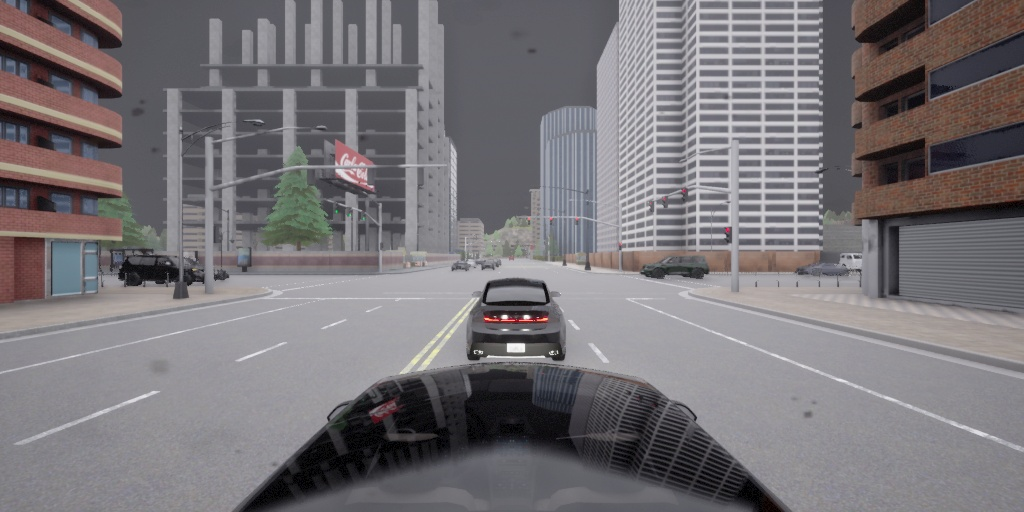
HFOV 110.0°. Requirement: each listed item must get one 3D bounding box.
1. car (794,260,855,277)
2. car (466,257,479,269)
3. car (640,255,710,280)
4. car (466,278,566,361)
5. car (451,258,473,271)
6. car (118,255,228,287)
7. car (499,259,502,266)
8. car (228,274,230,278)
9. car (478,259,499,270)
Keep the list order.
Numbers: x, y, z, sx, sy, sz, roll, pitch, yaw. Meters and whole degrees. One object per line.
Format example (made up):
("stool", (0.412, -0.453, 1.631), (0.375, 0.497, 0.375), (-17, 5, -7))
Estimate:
("car", (29.917, 1.314, 34.732), (4.181, 1.385, 1.994), (0, 0, 0))
("car", (-6.806, 1.276, 57.118), (1.812, 1.442, 4.674), (0, 0, 0))
("car", (14.160, 0.971, 31.239), (5.566, 2.045, 2.150), (0, 0, 0))
("car", (0.095, 1.255, 8.278), (1.837, 1.490, 4.892), (0, 0, 1))
("car", (-6.860, 1.314, 47.989), (1.994, 1.385, 4.181), (0, 0, 0))
("car", (-22.822, 0.967, 24.025), (5.566, 2.045, 2.150), (1, 0, 0))
("car", (-3.269, 1.228, 61.750), (1.882, 1.535, 5.008), (0, 0, 1))
("car", (-24.285, 1.314, 27.524), (4.181, 1.385, 1.994), (0, 0, 0))
("car", (-3.340, 1.255, 51.540), (1.837, 1.490, 4.892), (0, 0, 0))
